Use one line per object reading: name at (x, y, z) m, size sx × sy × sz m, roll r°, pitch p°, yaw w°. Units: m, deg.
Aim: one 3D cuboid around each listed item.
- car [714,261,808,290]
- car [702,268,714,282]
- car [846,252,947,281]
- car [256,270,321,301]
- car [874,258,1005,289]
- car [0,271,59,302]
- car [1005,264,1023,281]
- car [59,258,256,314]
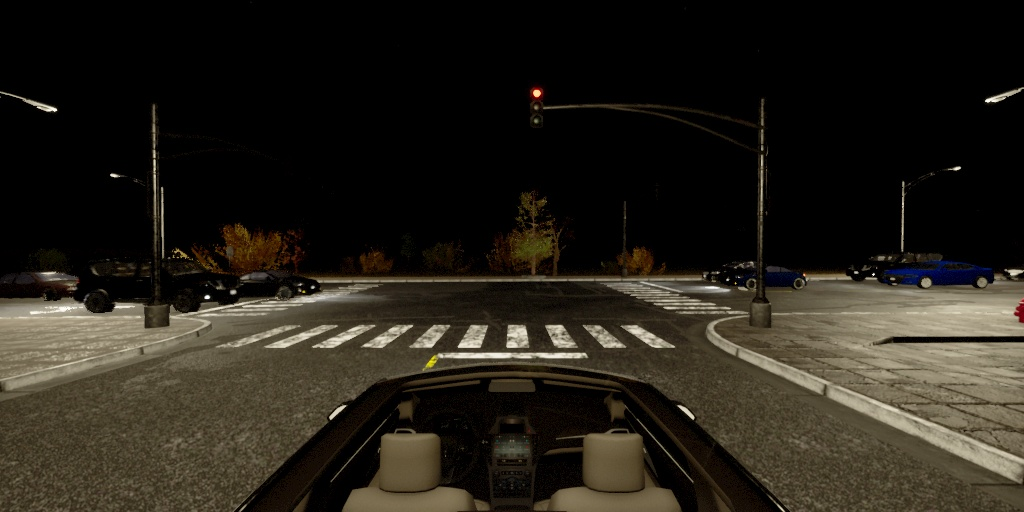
car at (14.497, 1.185, 20.775) m, size 4.181 × 1.385 × 1.994 m, roll 0°, pitch 1°, yaw 0°
car at (15.379, 1.066, 24.017) m, size 4.902 × 1.511 × 2.128 m, roll 0°, pitch 1°, yaw 0°
car at (25.767, 0.733, 23.928) m, size 5.566 × 2.045 × 2.150 m, roll 0°, pitch 1°, yaw 1°
car at (-11.734, 1.384, 17.537) m, size 4.181 × 1.385 × 1.994 m, roll -1°, pitch 1°, yaw 0°
car at (24.483, 1.038, 20.693) m, size 5.008 × 1.535 × 1.882 m, roll 0°, pitch 1°, yaw 0°
car at (-23.237, 1.457, 17.629) m, size 5.357 × 1.411 × 2.033 m, roll 0°, pitch 1°, yaw 0°
car at (35.889, 0.942, 23.838) m, size 4.902 × 1.511 × 2.128 m, roll 0°, pitch 1°, yaw 1°
car at (-13.833, 1.112, 14.275) m, size 5.566 × 2.045 × 2.150 m, roll -1°, pitch 1°, yaw 1°
